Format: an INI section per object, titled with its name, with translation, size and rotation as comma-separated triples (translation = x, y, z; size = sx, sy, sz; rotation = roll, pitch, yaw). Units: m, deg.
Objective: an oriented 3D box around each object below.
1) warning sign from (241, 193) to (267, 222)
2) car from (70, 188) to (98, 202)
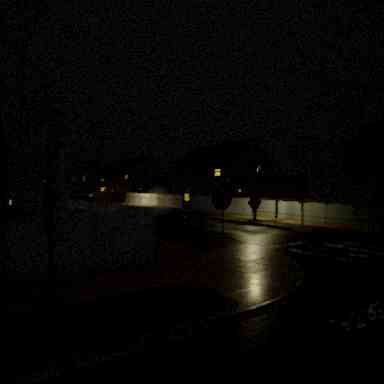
[warning sign]
translation = 4.108, 0.969, 21.959
size = 1.300, 1.860, 1.060
rotation = 0, 0, -36
[car]
translation = -13.987, 0.570, 42.884
size = 2.150, 2.045, 5.566
rotation = 1, 0, -36
